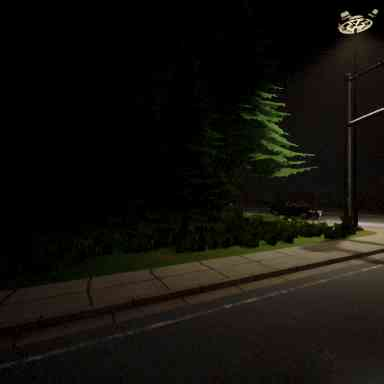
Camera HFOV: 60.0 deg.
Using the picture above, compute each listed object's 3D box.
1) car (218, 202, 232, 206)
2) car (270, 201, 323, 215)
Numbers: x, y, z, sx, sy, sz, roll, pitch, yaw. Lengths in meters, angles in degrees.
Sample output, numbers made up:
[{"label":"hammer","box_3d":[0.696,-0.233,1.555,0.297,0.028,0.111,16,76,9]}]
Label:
[{"label":"car","box_3d":[2.567,1.379,37.695,2.097,1.767,4.553,0,0,-35]},{"label":"car","box_3d":[8.864,1.518,28.570,2.128,1.511,4.902,0,0,-35]}]
